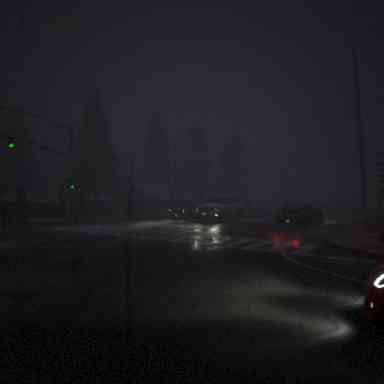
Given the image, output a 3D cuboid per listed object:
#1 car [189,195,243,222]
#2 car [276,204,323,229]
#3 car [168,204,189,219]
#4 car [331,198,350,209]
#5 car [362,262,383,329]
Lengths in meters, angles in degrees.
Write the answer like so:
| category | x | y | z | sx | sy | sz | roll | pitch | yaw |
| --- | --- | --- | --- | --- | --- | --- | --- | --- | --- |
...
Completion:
| category | x | y | z | sx | sy | sz | roll | pitch | yaw |
| --- | --- | --- | --- | --- | --- | --- | --- | --- | --- |
| car | 2.354 | 1.286 | 27.350 | 2.150 | 2.045 | 5.566 | 0 | 0 | 32 |
| car | 7.100 | 1.523 | 21.663 | 2.128 | 1.511 | 4.902 | 0 | 0 | 36 |
| car | -0.066 | 1.681 | 29.900 | 1.895 | 1.301 | 4.718 | 0 | 0 | 35 |
| car | 21.148 | 1.596 | 47.395 | 2.033 | 1.411 | 5.357 | 0 | 0 | 34 |
| car | 4.997 | 1.345 | 4.725 | 4.553 | 1.767 | 2.097 | 0 | 0 | 36 |
